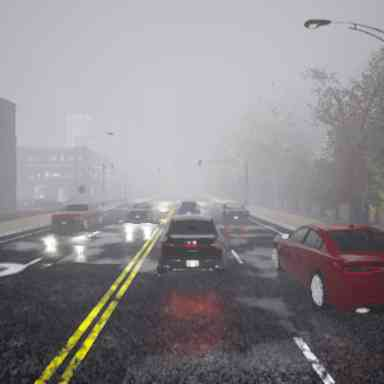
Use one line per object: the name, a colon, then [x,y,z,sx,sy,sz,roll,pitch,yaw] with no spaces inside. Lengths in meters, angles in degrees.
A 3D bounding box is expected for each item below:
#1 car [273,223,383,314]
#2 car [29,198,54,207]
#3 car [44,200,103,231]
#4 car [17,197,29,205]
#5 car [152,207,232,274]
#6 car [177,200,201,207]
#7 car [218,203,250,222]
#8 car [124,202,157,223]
car: [3.275,1.438,7.679,1.882,1.535,5.008,0,0,-1]
car: [-20.627,1.588,48.085,4.313,1.339,1.947,-1,2,-1]
car: [-6.847,1.380,20.196,1.882,1.535,5.008,0,0,-1]
car: [-29.087,1.546,56.470,4.403,1.369,2.008,-1,2,-1]
car: [-0.011,1.453,10.429,1.837,1.490,4.892,0,0,-1]
car: [-0.269,1.393,27.051,1.812,1.442,4.674,0,0,-1]
car: [3.027,1.475,25.267,1.895,1.301,4.718,0,0,-1]
car: [-3.651,1.447,24.114,1.994,1.385,4.181,0,0,-1]
